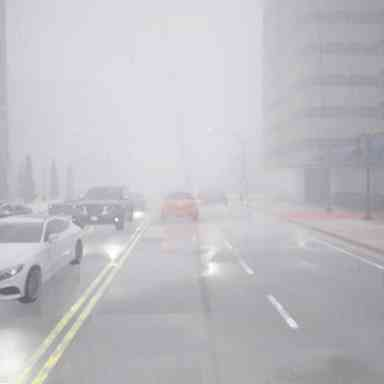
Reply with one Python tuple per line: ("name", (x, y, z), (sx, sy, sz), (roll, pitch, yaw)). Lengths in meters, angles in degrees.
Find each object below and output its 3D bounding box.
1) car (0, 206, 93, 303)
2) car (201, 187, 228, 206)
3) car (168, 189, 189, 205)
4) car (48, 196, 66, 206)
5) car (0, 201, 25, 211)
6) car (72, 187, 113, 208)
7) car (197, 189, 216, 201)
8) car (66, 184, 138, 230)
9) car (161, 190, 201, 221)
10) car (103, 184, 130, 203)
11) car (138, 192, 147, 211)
("car", (-3.898, 1.293, 7.709), (1.812, 1.442, 4.674), (0, 2, -3))
("car", (2.181, 0.330, 32.569), (2.097, 1.767, 4.553), (0, 2, -3))
("car", (-1.440, 0.457, 35.131), (2.033, 1.411, 5.357), (0, 2, -2))
("car", (-8.069, 0.918, 22.603), (1.895, 1.301, 4.718), (0, 2, -3))
("car", (-7.613, 1.122, 12.475), (2.128, 1.511, 4.902), (0, 2, -3))
("car", (-8.219, 0.396, 27.922), (2.128, 1.511, 4.902), (0, 2, -3))
("car", (1.756, 0.303, 41.514), (1.895, 1.301, 4.718), (0, 2, -2))
("car", (-4.323, 0.700, 17.070), (2.150, 2.045, 5.566), (0, 2, -2))
("car", (-0.785, 0.708, 20.738), (2.097, 1.767, 4.553), (0, 2, -3))
("car", (-8.727, 0.051, 39.068), (2.150, 2.045, 5.566), (0, 2, -3))
("car", (-4.756, 0.733, 27.066), (1.994, 1.385, 4.181), (0, 2, -2))
